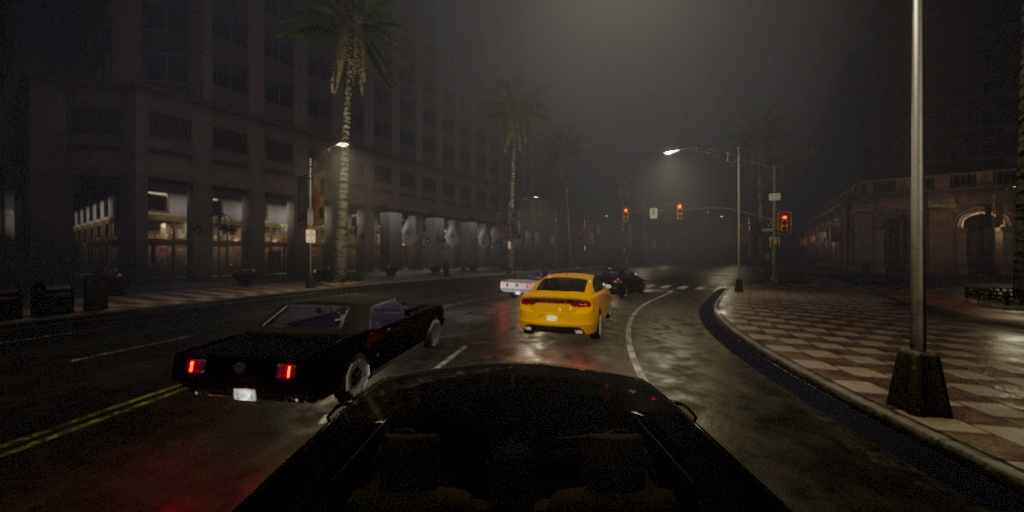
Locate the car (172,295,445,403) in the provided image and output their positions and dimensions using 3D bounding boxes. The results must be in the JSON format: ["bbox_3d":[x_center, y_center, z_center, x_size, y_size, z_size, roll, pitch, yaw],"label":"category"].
[{"bbox_3d":[-2.796,1.347,6.427,1.895,1.301,4.718,0,0,9],"label":"car"}]

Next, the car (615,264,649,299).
[{"bbox_3d":[5.367,1.300,18.408,1.994,1.385,4.181,0,0,36],"label":"car"}]

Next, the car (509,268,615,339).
[{"bbox_3d":[1.725,1.220,10.265,1.882,1.535,5.008,0,0,20],"label":"car"}]

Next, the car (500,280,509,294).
[{"bbox_3d":[1.498,1.338,17.644,1.895,1.301,4.718,0,0,34],"label":"car"}]
